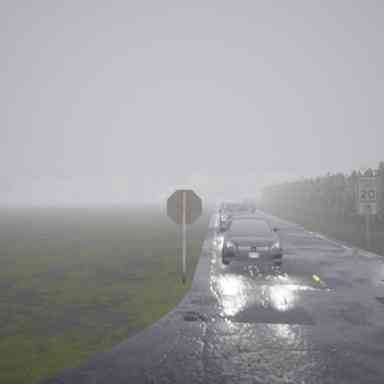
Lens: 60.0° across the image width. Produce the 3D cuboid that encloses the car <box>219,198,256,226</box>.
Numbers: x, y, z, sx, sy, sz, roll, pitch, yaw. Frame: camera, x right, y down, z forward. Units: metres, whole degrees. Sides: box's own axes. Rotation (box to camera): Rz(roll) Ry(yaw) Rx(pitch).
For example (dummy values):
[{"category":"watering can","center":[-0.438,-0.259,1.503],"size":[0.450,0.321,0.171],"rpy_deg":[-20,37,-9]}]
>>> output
[{"category":"car","center":[2.765,1.475,20.774],"size":[2.097,1.767,4.553],"rpy_deg":[0,0,4]}]

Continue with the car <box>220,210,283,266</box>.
[{"category":"car","center":[2.037,1.591,11.969],"size":[1.812,1.442,4.674],"rpy_deg":[0,0,6]}]

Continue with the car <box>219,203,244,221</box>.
[{"category":"car","center":[3.522,1.736,30.329],"size":[2.033,1.411,5.357],"rpy_deg":[0,0,5]}]

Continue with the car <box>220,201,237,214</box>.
[{"category":"car","center":[4.348,1.859,40.453],"size":[1.895,1.301,4.718],"rpy_deg":[0,0,5]}]

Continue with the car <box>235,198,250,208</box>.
[{"category":"car","center":[8.545,1.870,56.743],"size":[2.128,1.511,4.902],"rpy_deg":[0,0,5]}]

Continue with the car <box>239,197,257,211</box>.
[{"category":"car","center":[7.769,1.660,46.849],"size":[2.097,1.767,4.553],"rpy_deg":[0,0,4]}]
